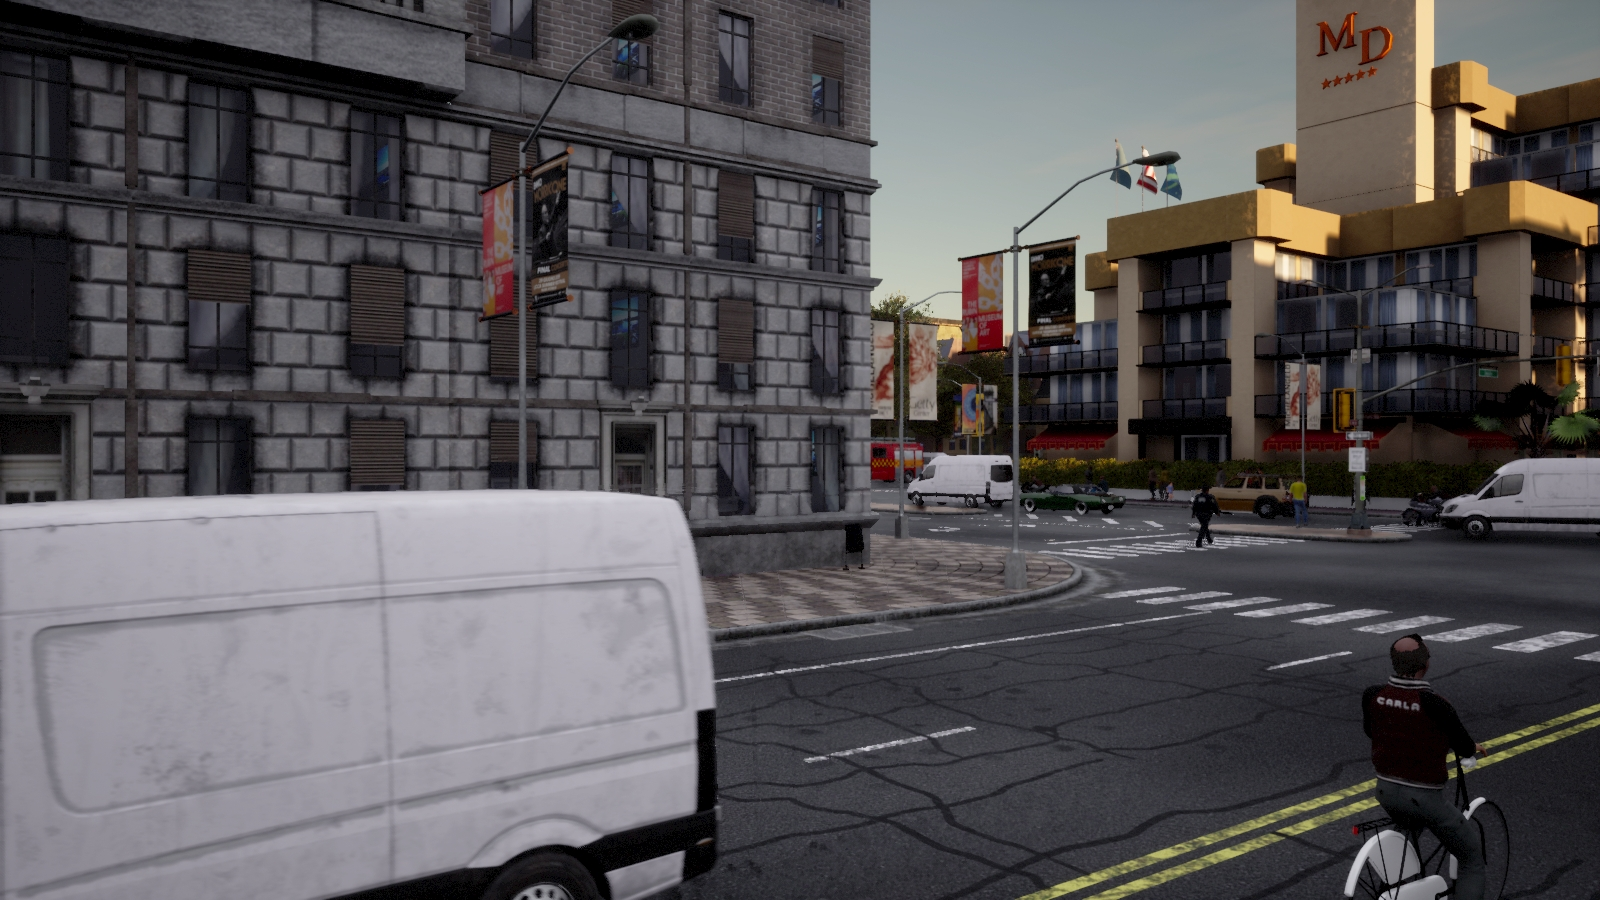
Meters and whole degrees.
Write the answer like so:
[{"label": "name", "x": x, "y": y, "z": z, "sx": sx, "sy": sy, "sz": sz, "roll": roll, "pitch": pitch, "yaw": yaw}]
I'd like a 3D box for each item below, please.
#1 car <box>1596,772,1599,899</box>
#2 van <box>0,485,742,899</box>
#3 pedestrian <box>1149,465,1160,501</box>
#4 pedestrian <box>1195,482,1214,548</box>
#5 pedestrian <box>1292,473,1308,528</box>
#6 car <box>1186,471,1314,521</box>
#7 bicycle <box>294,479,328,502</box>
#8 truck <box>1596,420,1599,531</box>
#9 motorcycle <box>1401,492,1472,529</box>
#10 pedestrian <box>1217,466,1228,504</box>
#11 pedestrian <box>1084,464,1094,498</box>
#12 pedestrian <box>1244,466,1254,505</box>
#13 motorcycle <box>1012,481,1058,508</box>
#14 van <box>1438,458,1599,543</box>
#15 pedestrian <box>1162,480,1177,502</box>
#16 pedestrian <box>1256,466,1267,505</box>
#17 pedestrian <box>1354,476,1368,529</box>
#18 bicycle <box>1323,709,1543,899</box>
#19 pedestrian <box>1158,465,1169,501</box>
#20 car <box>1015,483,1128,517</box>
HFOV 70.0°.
[{"label": "car", "x": 4.999, "y": 1.754, "z": 3.274, "sx": 6.274, "sy": 2.098, "sz": 2.390, "roll": 0, "pitch": 0, "yaw": -34}, {"label": "van", "x": -3.307, "y": 1.534, "z": 5.641, "sx": 5.915, "sy": 2.561, "sz": 1.988, "roll": 0, "pitch": 0, "yaw": -36}, {"label": "pedestrian", "x": 18.463, "y": 1.696, "z": 59.509, "sx": 0.375, "sy": 1.860, "sz": 0.375, "roll": 0, "pitch": 0, "yaw": -38}, {"label": "pedestrian", "x": 11.520, "y": 1.849, "z": 32.527, "sx": 0.375, "sy": 1.860, "sz": 0.375, "roll": 0, "pitch": 0, "yaw": -37}, {"label": "pedestrian", "x": 16.917, "y": 1.705, "z": 38.648, "sx": 0.375, "sy": 1.860, "sz": 0.375, "roll": 0, "pitch": 0, "yaw": 41}, {"label": "car", "x": 18.587, "y": 1.864, "z": 47.336, "sx": 1.932, "sy": 1.855, "sz": 4.605, "roll": 0, "pitch": 0, "yaw": -38}, {"label": "bicycle", "x": -27.408, "y": 2.249, "z": 64.027, "sx": 1.835, "sy": 1.171, "sz": 0.329, "roll": 3, "pitch": -4, "yaw": 12}, {"label": "truck", "x": 31.935, "y": 0.890, "z": 38.940, "sx": 8.468, "sy": 3.827, "sz": 2.891, "roll": 0, "pitch": 0, "yaw": -12}, {"label": "motorcycle", "x": 23.333, "y": 2.205, "z": 41.908, "sx": 2.209, "sy": 1.251, "sz": 0.867, "roll": 0, "pitch": 0, "yaw": 35}, {"label": "pedestrian", "x": 20.637, "y": 1.696, "z": 55.823, "sx": 0.375, "sy": 1.860, "sz": 0.375, "roll": 0, "pitch": 0, "yaw": -33}, {"label": "pedestrian", "x": 15.856, "y": 1.698, "z": 62.685, "sx": 0.375, "sy": 1.860, "sz": 0.375, "roll": 0, "pitch": 0, "yaw": -39}, {"label": "pedestrian", "x": 21.677, "y": 1.696, "z": 55.167, "sx": 0.375, "sy": 1.860, "sz": 0.375, "roll": 0, "pitch": 0, "yaw": 41}, {"label": "motorcycle", "x": 11.640, "y": 2.205, "z": 56.539, "sx": 0.867, "sy": 1.251, "sz": 2.209, "roll": 0, "pitch": 0, "yaw": -37}, {"label": "van", "x": 23.576, "y": 1.534, "z": 36.095, "sx": 5.915, "sy": 2.561, "sz": 1.988, "roll": 0, "pitch": 0, "yaw": 28}, {"label": "pedestrian", "x": 18.692, "y": 2.077, "z": 57.757, "sx": 0.500, "sy": 1.100, "sz": 0.500, "roll": 0, "pitch": 0, "yaw": -27}, {"label": "pedestrian", "x": 22.070, "y": 1.696, "z": 54.610, "sx": 0.375, "sy": 1.860, "sz": 0.375, "roll": 0, "pitch": 0, "yaw": -43}, {"label": "pedestrian", "x": 19.772, "y": 1.848, "z": 40.281, "sx": 0.375, "sy": 1.860, "sz": 0.375, "roll": 0, "pitch": 0, "yaw": 38}, {"label": "bicycle", "x": 3.626, "y": 2.210, "z": 6.476, "sx": 1.835, "sy": 1.171, "sz": 0.329, "roll": 0, "pitch": 0, "yaw": -35}, {"label": "pedestrian", "x": 18.765, "y": 1.696, "z": 58.918, "sx": 0.375, "sy": 1.860, "sz": 0.375, "roll": 0, "pitch": 0, "yaw": -27}, {"label": "car", "x": 11.885, "y": 2.155, "z": 50.351, "sx": 1.895, "sy": 1.301, "sz": 4.718, "roll": 0, "pitch": 0, "yaw": -37}]
